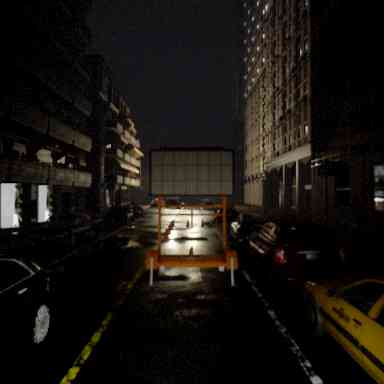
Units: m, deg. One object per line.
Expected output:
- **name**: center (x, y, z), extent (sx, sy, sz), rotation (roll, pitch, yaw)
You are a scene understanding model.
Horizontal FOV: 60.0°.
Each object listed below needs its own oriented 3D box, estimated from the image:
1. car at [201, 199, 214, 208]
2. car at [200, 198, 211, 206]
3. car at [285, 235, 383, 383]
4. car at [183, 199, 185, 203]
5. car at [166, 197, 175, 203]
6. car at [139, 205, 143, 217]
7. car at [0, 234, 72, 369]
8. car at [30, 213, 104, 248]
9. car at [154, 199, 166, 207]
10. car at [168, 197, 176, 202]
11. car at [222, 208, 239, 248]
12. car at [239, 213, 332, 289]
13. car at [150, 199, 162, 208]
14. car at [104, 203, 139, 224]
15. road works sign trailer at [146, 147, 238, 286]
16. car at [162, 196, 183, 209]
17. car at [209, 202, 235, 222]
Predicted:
- **car**: center (2.679, 1.890, 54.550), extent (1.887, 1.381, 4.507), rotation (0, 0, 0)
- **car**: center (2.676, 1.972, 65.847), extent (2.008, 1.369, 4.403), rotation (0, 0, 0)
- **car**: center (2.689, 1.549, 3.885), extent (1.752, 1.417, 4.829), rotation (0, 0, 0)
- **car**: center (-3.016, 2.151, 89.261), extent (1.994, 1.385, 4.181), rotation (0, 0, 0)
- **car**: center (-5.708, 2.131, 88.439), extent (2.008, 1.369, 4.403), rotation (0, 0, 0)
- **car**: center (-5.697, 1.721, 31.786), extent (1.752, 1.417, 4.829), rotation (0, 0, 0)
- **car**: center (-3.100, 1.526, 3.482), extent (1.837, 1.490, 4.892), rotation (0, 0, 0)
- **car**: center (-5.694, 1.641, 15.009), extent (2.008, 1.369, 4.403), rotation (0, 0, 0)
- **car**: center (-5.703, 1.966, 60.197), extent (1.802, 1.307, 4.206), rotation (0, 0, 0)
- **car**: center (-5.709, 2.172, 94.087), extent (2.008, 1.369, 4.403), rotation (0, 0, 0)
- **car**: center (2.686, 1.641, 15.012), extent (2.008, 1.369, 4.403), rotation (0, 0, 0)
- **car**: center (2.688, 1.497, 9.363), extent (1.967, 1.590, 4.097), rotation (0, 0, 0)
- **car**: center (-5.702, 1.786, 54.549), extent (1.967, 1.590, 4.097), rotation (0, 0, 0)
- **car**: center (-5.697, 1.727, 26.306), extent (1.947, 1.339, 4.313), rotation (0, 0, 0)
- **road works sign trailer**: center (-0.002, 0.522, 9.527), extent (2.380, 3.560, 2.880), rotation (0, 0, 0)
- **car**: center (-3.013, 1.551, 53.052), extent (2.150, 2.045, 5.566), rotation (0, -1, 0)
- **car**: center (2.685, 1.727, 26.308), extent (1.947, 1.339, 4.313), rotation (0, 0, 0)
